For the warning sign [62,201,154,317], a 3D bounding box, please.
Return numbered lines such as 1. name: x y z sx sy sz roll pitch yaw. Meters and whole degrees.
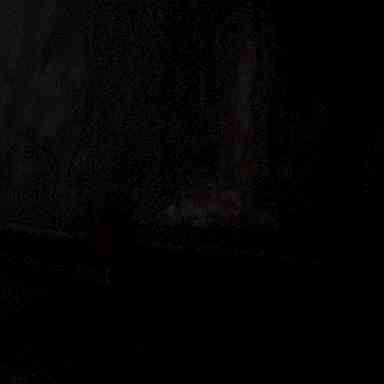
1. warning sign: -1.547 1.114 6.257 1.060 1.860 1.300 0 0 36
